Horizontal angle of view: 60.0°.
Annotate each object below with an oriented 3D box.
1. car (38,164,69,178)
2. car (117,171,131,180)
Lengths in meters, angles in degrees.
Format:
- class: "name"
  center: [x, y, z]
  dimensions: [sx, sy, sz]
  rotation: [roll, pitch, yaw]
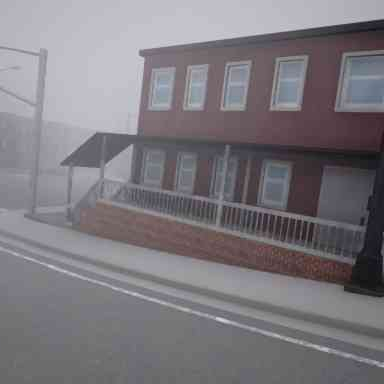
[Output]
- class: "car"
  center: [-16.285, -2.514, 38.844]
  dimensions: [1.837, 1.490, 4.892]
  rotation: [10, 7, 35]
- class: "car"
  center: [-8.519, -2.460, 49.579]
  dimensions: [2.033, 1.411, 5.357]
  rotation: [10, 6, 36]
